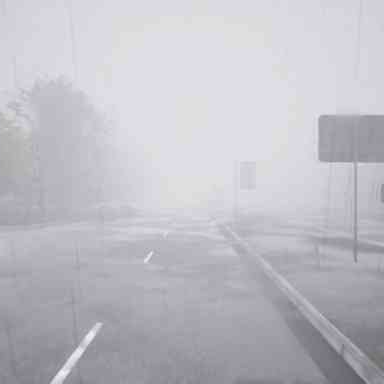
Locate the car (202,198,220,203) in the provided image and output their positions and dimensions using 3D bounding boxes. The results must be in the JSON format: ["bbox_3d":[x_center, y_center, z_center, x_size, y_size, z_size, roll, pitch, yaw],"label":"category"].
[{"bbox_3d":[5.407,2.424,94.696,5.008,1.535,2.097,0,-1,0],"label":"car"}]

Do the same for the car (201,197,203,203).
[{"bbox_3d":[5.231,1.813,72.279,5.566,2.045,2.435,0,-1,0],"label":"car"}]

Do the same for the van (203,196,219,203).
[{"bbox_3d":[5.270,2.150,91.898,4.442,1.987,1.878,0,-1,0],"label":"van"}]

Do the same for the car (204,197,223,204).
[{"bbox_3d":[5.368,2.105,83.486,4.553,1.767,2.185,0,-1,0],"label":"car"}]

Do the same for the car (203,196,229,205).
[{"bbox_3d":[5.245,2.032,69.474,4.892,1.521,2.231,0,-1,0],"label":"car"}]

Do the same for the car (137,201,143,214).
[{"bbox_3d":[-8.104,1.748,35.176,5.008,1.535,2.097,0,0,0],"label":"car"}]

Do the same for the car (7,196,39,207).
[{"bbox_3d":[-26.256,1.375,51.782,4.553,1.767,2.097,1,2,0],"label":"car"}]

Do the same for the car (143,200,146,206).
[{"bbox_3d":[-8.072,1.813,38.324,4.674,1.452,2.002,0,0,0],"label":"car"}]

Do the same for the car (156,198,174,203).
[{"bbox_3d":[-7.673,2.418,94.652,5.008,1.535,2.097,0,-1,0],"label":"car"}]

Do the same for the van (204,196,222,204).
[{"bbox_3d":[5.470,2.053,86.291,4.442,1.987,1.878,0,-1,0],"label":"van"}]

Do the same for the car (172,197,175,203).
[{"bbox_3d":[-7.707,2.362,89.080,4.674,1.452,2.002,0,-1,0],"label":"car"}]

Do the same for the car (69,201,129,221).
[{"bbox_3d":[-8.144,1.738,28.627,4.674,1.452,2.002,0,0,0],"label":"car"}]

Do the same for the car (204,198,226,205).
[{"bbox_3d":[5.293,2.142,77.879,4.892,1.521,2.231,0,-1,0],"label":"car"}]

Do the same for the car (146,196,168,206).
[{"bbox_3d":[-7.855,1.997,66.808,5.008,1.535,2.097,0,0,0],"label":"car"}]

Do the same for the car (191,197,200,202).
[{"bbox_3d":[0.632,2.178,90.083,1.837,1.490,4.892,0,-1,0],"label":"car"}]

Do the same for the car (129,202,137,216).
[{"bbox_3d":[-8.117,1.725,31.903,4.892,1.521,2.231,0,0,0],"label":"car"}]

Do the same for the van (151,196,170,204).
[{"bbox_3d":[-7.859,1.999,83.515,4.442,1.987,1.878,0,-1,0],"label":"van"}]

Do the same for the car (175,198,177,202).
[{"bbox_3d":[-7.508,2.367,91.865,5.366,1.575,1.946,0,-1,0],"label":"car"}]

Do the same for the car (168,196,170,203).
[{"bbox_3d":[-7.825,2.060,72.376,5.008,1.535,2.097,0,-1,0],"label":"car"}]
